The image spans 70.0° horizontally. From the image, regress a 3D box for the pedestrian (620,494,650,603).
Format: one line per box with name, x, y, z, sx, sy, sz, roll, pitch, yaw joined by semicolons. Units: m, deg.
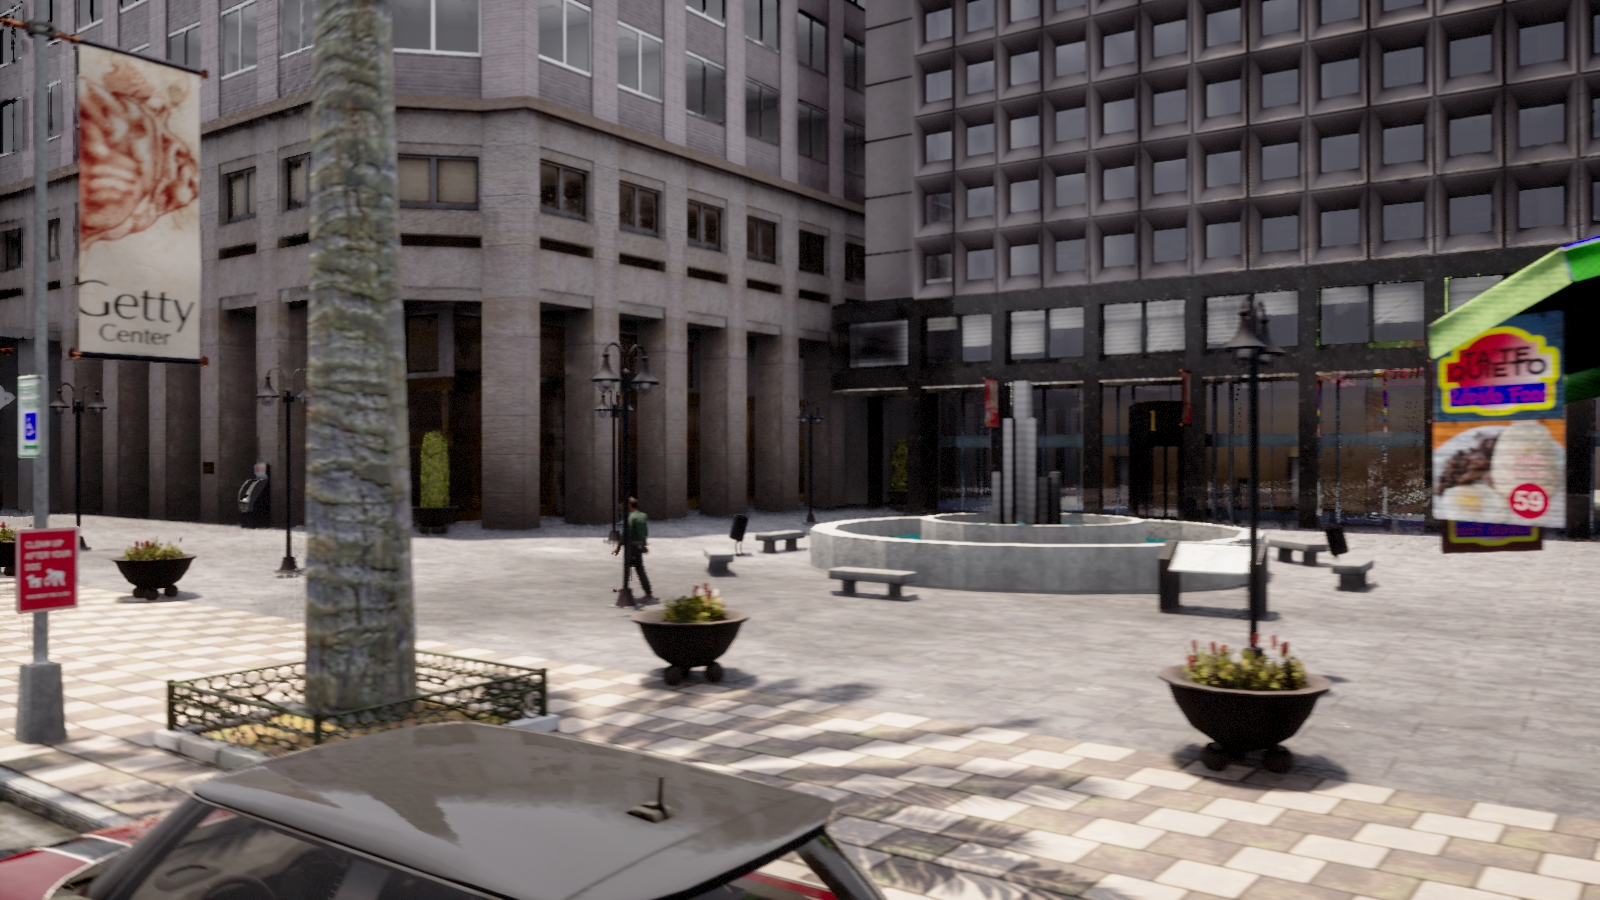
pedestrian;-2.896;1.714;20.014;0.375;1.860;0.375;0;0;24
